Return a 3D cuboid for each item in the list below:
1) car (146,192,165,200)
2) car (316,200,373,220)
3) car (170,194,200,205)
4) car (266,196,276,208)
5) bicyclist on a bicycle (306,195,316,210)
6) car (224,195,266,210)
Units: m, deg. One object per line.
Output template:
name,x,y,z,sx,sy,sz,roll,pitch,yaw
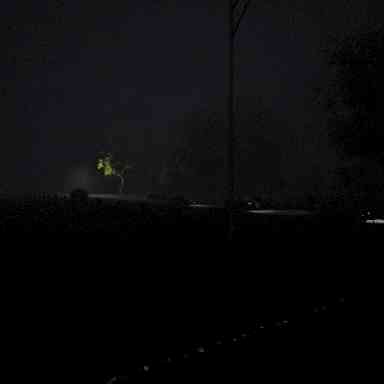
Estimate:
car,-6.524,0.679,59.631,2.128,1.511,4.902,0,1,-33
car,11.911,1.362,26.107,1.994,1.385,4.181,0,1,-33
car,-1.065,0.971,45.957,2.033,1.411,5.357,0,1,-33
car,7.434,1.071,38.348,1.882,1.535,5.008,0,1,-33
bicyclist on a bicycle,12.758,1.125,35.730,1.656,1.620,0.582,0,1,-33
car,5.366,1.136,36.112,1.812,1.442,4.674,0,1,-33
